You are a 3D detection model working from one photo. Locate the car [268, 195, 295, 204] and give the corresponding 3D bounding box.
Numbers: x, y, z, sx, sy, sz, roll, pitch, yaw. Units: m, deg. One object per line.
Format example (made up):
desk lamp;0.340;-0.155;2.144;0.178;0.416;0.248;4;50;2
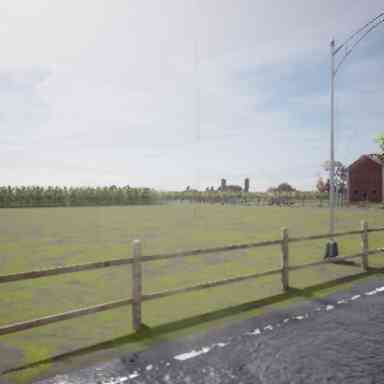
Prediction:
car;17.034;1.618;63.284;2.150;2.045;5.566;1;-1;-36
